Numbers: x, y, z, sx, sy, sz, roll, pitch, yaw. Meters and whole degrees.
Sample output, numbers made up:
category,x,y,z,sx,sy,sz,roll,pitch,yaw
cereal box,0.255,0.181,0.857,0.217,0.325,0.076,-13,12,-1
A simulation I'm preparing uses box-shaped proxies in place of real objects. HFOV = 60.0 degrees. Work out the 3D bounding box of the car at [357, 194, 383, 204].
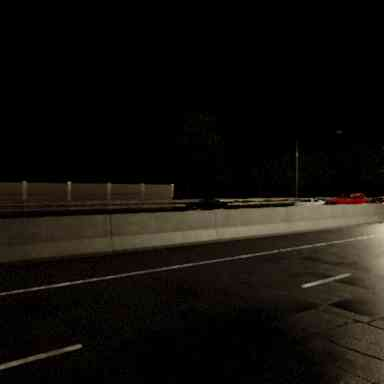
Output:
category,x,y,z,sx,sy,sz,roll,pitch,yaw
car,20.039,1.348,35.445,4.553,1.767,2.097,0,0,-35

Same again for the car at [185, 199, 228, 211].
category,x,y,z,sx,sy,sz,roll,pitch,yaw
car,1.591,1.475,35.205,5.008,1.535,1.882,0,0,-35

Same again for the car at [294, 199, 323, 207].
category,x,y,z,sx,sy,sz,roll,pitch,yaw
car,14.153,1.523,39.848,4.674,1.442,1.812,0,0,-35

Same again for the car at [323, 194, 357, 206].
category,x,y,z,sx,sy,sz,roll,pitch,yaw
car,17.933,1.221,38.241,5.566,2.045,2.150,0,0,-35

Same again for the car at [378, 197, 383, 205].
category,x,y,z,sx,sy,sz,roll,pitch,yaw
car,35.033,1.601,58.933,4.718,1.301,1.895,0,0,-35
